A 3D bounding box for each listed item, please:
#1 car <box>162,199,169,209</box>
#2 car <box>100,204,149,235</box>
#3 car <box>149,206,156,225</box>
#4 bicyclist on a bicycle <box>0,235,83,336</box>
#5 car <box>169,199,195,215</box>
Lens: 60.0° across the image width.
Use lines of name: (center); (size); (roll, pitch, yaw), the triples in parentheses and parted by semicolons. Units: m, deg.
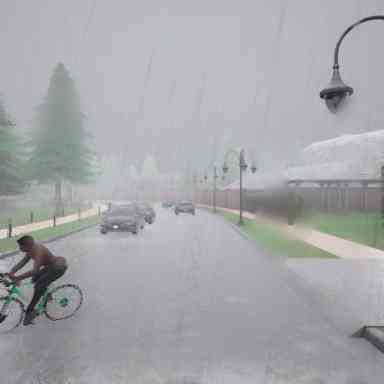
car: (-2.974, 1.601, 46.099); (1.895, 1.301, 4.718); (0, 0, -12)
car: (-3.817, 1.506, 18.838); (1.837, 1.490, 4.892); (0, 0, -1)
car: (-3.731, 1.565, 23.915); (1.994, 1.385, 4.181); (0, 0, -1)
bicyclist on a bicycle: (-2.537, 1.475, 5.372); (1.656, 1.620, 0.582); (-2, 14, -40)
car: (-0.854, 1.492, 33.697); (2.128, 1.511, 4.902); (0, 0, -6)
